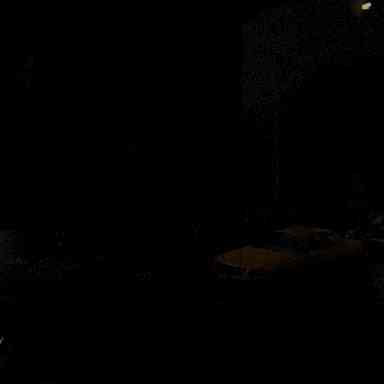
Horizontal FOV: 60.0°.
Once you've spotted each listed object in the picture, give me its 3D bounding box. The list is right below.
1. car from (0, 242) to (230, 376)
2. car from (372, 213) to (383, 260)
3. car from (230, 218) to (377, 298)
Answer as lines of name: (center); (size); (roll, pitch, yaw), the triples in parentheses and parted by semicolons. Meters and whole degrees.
car: (-1.693, 1.566, 5.444); (4.313, 1.339, 1.947); (0, 0, -36)
car: (7.148, 1.441, 11.777); (4.097, 1.590, 1.967); (0, 0, -36)
car: (2.589, 1.525, 8.512); (4.829, 1.417, 1.752); (0, 0, -36)
